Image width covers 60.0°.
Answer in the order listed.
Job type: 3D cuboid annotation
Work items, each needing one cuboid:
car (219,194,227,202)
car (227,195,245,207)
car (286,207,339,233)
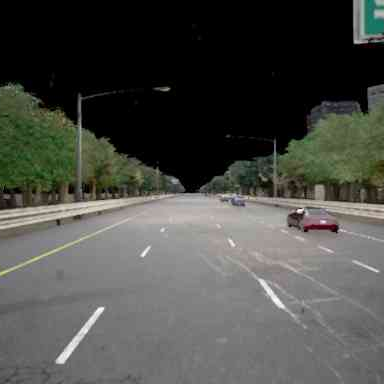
[{"bbox_3d":[7.035,1.631,73.423,1.895,1.301,4.718,0,0,0],"label":"car"},{"bbox_3d":[7.016,1.548,51.620,1.812,1.442,4.674,0,0,0],"label":"car"},{"bbox_3d":[7.006,1.571,19.758,1.994,1.385,4.181,0,0,0],"label":"car"}]
